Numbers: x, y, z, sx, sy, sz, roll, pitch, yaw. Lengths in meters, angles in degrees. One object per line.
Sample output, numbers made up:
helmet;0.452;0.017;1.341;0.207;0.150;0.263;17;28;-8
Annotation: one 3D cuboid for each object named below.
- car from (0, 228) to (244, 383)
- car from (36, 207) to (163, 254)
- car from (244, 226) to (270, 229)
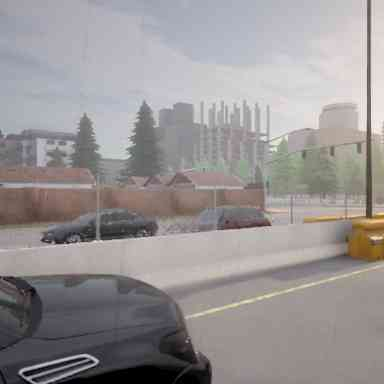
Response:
car;-2.491;1.222;1.971;5.566;2.045;2.150;0;0;-35
car;-3.816;1.505;14.157;4.892;1.490;1.837;0;0;-35
car;1.085;1.352;13.345;4.553;1.767;2.097;0;0;-35
